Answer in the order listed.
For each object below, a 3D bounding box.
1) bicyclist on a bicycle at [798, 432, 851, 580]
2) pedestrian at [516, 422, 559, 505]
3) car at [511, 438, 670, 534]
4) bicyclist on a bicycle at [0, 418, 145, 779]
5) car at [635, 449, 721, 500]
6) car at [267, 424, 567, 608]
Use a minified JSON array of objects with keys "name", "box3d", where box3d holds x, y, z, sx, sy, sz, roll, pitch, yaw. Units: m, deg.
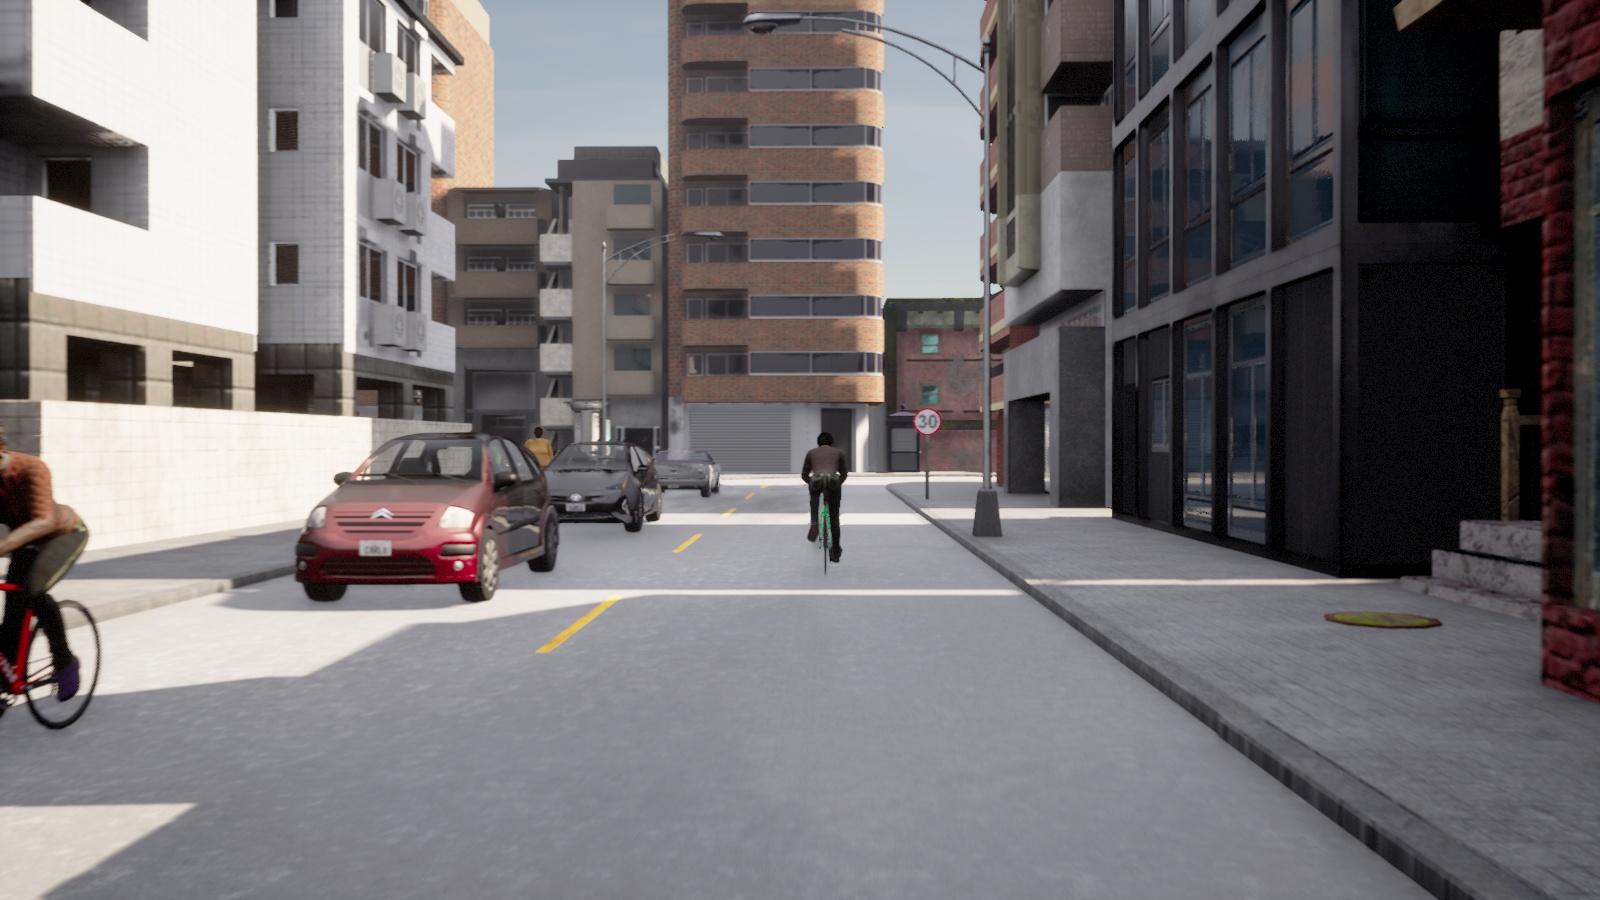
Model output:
[{"name":"bicyclist on a bicycle","box3d":[0.283,0.619,14.623,0.582,1.620,1.656,0,0,1]},{"name":"pedestrian","box3d":[-5.941,0.293,28.451,0.874,1.855,0.900,0,0,-6]},{"name":"car","box3d":[-3.584,0.566,22.330,2.007,1.525,4.514,0,0,1]},{"name":"bicyclist on a bicycle","box3d":[-3.877,0.662,6.025,0.582,1.620,1.656,0,1,1]},{"name":"car","box3d":[-3.373,0.647,35.608,1.895,1.301,4.718,0,0,1]},{"name":"car","box3d":[-3.745,0.569,13.069,1.851,1.617,3.988,0,0,1]}]
